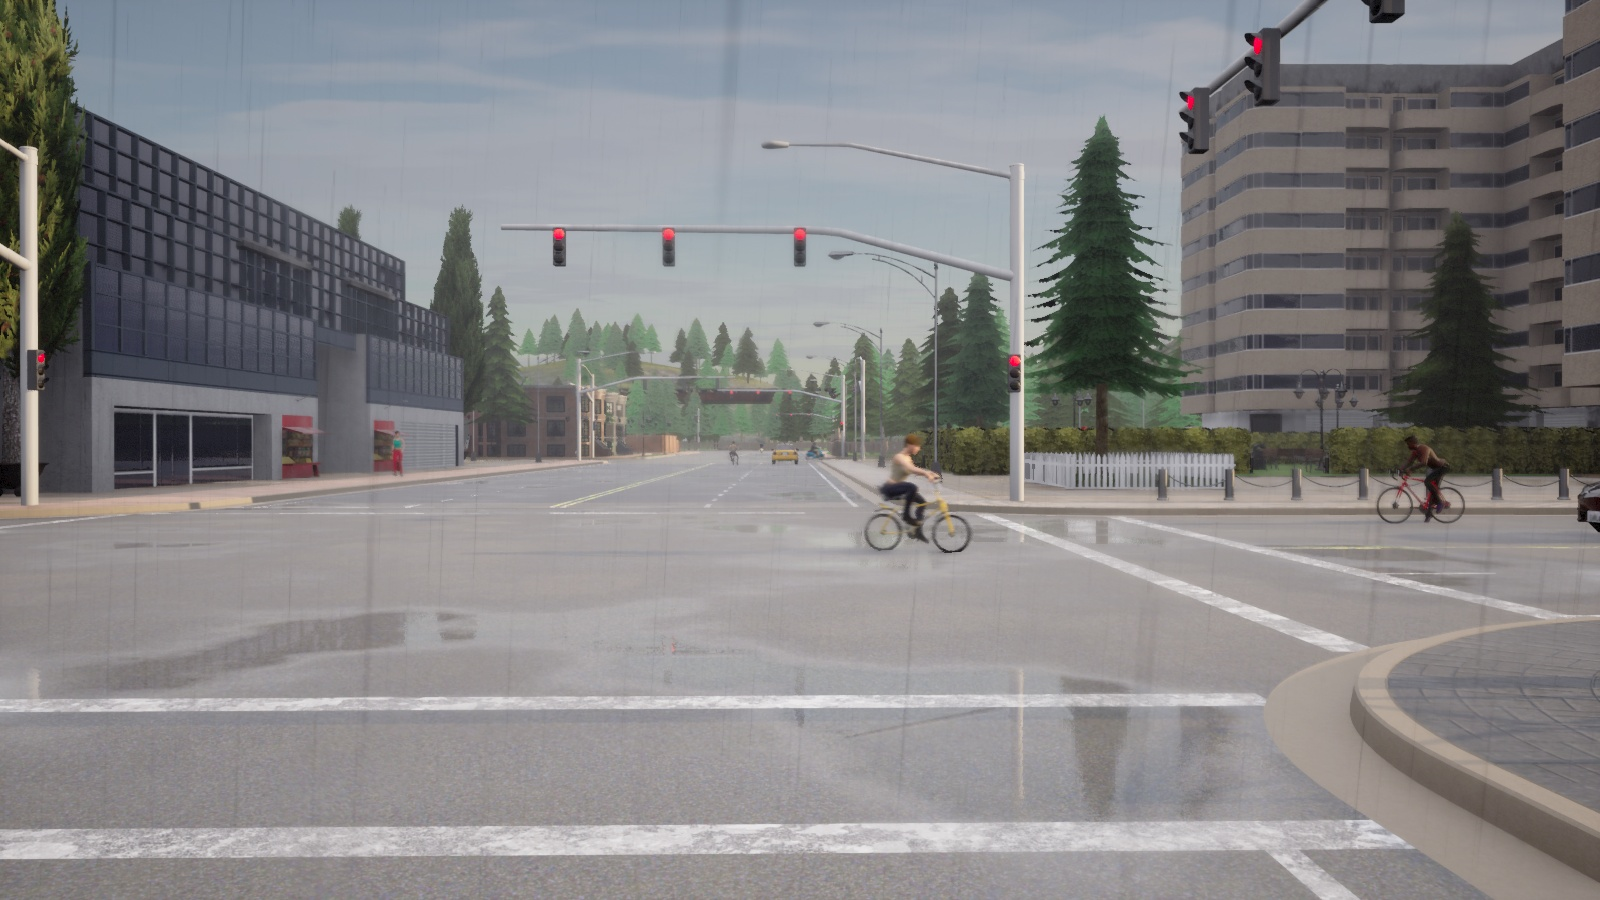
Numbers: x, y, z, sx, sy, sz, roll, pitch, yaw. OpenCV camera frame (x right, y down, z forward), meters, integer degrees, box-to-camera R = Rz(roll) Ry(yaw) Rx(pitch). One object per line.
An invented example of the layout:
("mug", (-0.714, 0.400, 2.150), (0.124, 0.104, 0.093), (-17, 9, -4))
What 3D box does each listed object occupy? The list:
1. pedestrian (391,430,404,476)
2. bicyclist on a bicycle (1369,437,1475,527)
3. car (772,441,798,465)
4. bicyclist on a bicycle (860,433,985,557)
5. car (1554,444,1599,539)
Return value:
("pedestrian", (-16.029, 0.110, 50.009), (0.345, 1.836, 0.594), (0, 0, -1))
("bicyclist on a bicycle", (11.414, 0.578, 23.080), (1.656, 1.620, 0.582), (0, 0, -1))
("car", (-1.048, 0.189, 87.747), (1.801, 1.575, 5.366), (0, 0, -1))
("bicyclist on a bicycle", (1.660, 0.588, 16.974), (1.509, 1.612, 0.866), (0, -1, 19))
("car", (14.827, 0.647, 19.625), (4.792, 1.488, 2.163), (0, 0, -1))
